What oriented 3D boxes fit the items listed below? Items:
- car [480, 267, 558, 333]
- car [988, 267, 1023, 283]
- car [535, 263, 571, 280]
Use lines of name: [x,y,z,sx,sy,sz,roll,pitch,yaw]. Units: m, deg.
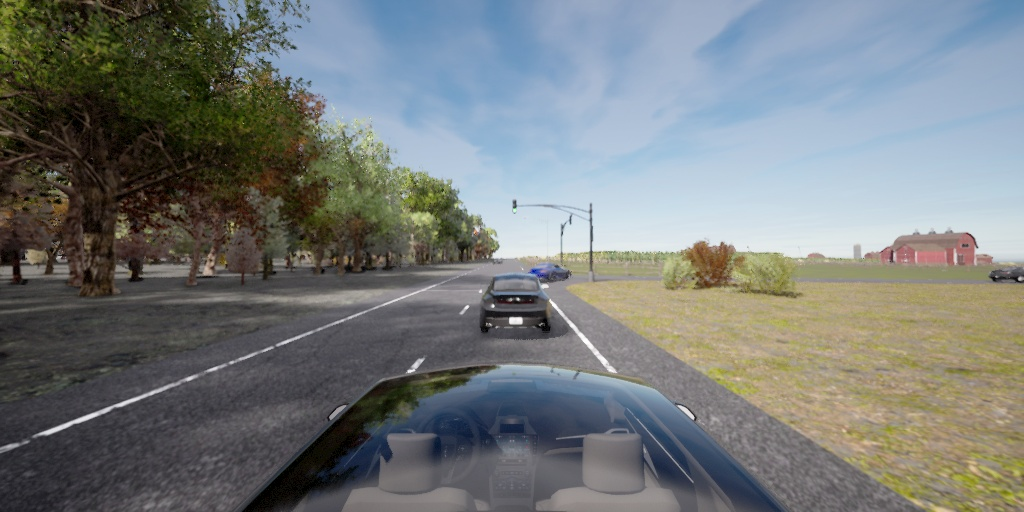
car: [0.087,1.263,10.809,1.837,1.490,4.892,0,0,0]
car: [48.465,1.787,34.012,4.902,1.511,2.128,1,-1,0]
car: [3.077,1.297,29.183,1.812,1.442,4.674,-1,0,34]
